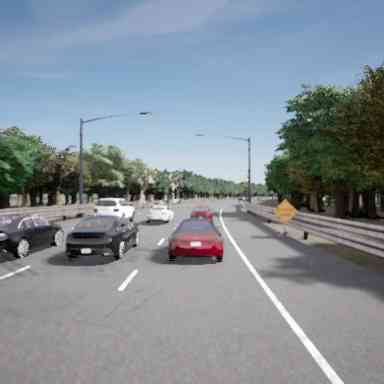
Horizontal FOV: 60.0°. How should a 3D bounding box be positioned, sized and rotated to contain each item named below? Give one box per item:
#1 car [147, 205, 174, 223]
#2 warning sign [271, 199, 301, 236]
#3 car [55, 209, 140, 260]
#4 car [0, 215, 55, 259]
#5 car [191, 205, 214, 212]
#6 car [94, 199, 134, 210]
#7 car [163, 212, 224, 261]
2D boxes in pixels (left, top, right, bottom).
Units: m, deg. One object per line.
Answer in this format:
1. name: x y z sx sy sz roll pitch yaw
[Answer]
1. car: -2.652 1.856 28.331 1.812 1.442 4.674 0 -1 4
2. warning sign: 4.841 1.308 17.273 1.300 1.860 1.060 0 -1 2
3. car: -3.314 1.650 13.113 1.837 1.490 4.892 0 0 2
4. car: -6.813 1.636 13.199 2.128 1.511 4.902 0 -1 2
5. car: 0.843 1.854 28.141 1.812 1.442 4.674 0 -1 4
6. car: -6.246 1.540 27.186 2.150 2.045 5.566 0 0 4
7. car: 0.187 1.706 12.978 1.994 1.385 4.181 0 -1 2
